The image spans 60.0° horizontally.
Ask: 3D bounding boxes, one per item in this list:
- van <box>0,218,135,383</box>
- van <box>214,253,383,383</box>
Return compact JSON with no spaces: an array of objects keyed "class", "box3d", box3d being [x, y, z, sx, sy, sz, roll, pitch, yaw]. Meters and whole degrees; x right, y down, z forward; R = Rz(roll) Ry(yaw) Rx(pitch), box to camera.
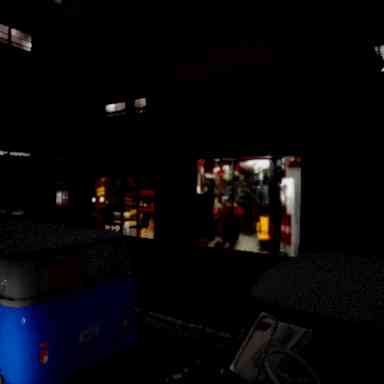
[{"class":"van","box3d":[-2.641,1.315,4.729,3.998,1.788,1.690,0,1,35]},{"class":"van","box3d":[1.930,1.345,1.489,3.998,1.788,1.690,0,1,35]}]
